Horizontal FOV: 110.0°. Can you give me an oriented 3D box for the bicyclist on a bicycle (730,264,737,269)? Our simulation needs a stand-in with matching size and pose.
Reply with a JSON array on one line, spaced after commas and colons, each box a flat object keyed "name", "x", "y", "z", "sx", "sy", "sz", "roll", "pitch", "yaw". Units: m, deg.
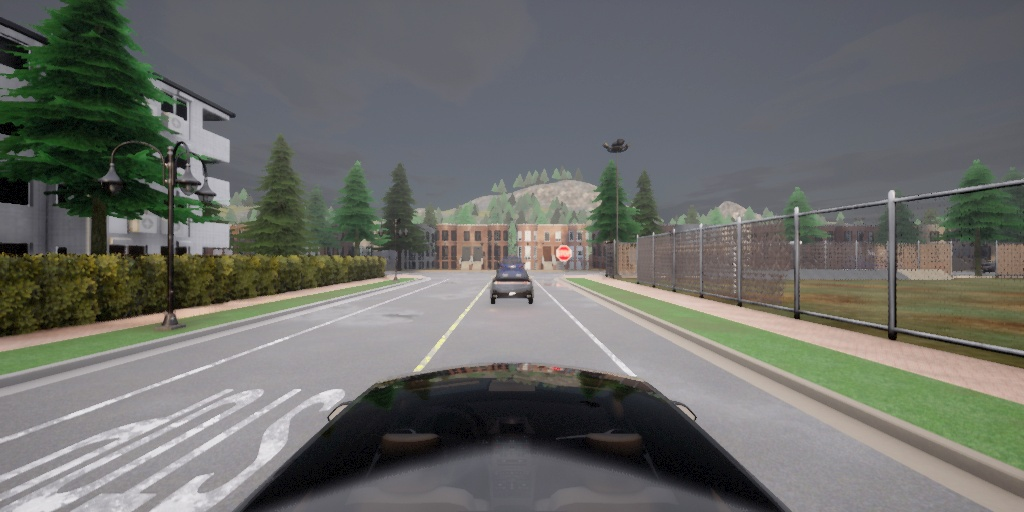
[{"name": "bicyclist on a bicycle", "x": 21.736, "y": 1.140, "z": 35.245, "sx": 0.582, "sy": 1.620, "sz": 1.656, "roll": 0, "pitch": 0, "yaw": 0}]

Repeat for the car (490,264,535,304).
[{"name": "car", "x": 0.001, "y": 1.288, "z": 16.501, "sx": 2.128, "sy": 1.511, "sz": 4.902, "roll": 0, "pitch": 0, "yaw": 0}]

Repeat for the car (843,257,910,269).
[{"name": "car", "x": 40.937, "y": 1.117, "z": 40.730, "sx": 5.566, "sy": 2.045, "sz": 2.150, "roll": 0, "pitch": 0, "yaw": 0}]

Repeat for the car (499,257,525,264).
[{"name": "car", "x": 0.003, "y": 1.100, "z": 31.532, "sx": 2.150, "sy": 2.045, "sz": 5.566, "roll": 0, "pitch": 0, "yaw": 0}]
